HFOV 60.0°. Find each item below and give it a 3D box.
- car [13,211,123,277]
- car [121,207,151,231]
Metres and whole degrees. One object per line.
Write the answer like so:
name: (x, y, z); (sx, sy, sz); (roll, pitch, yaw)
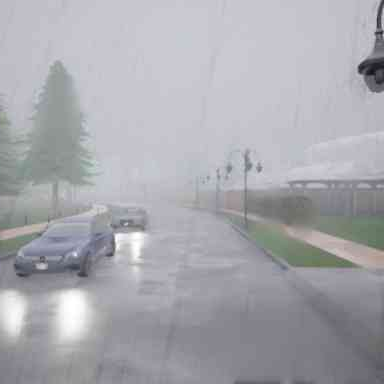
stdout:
car: (-3.653, 1.558, 10.448); (1.812, 1.442, 4.674); (0, 0, 0)
car: (-3.733, 1.624, 20.782); (1.994, 1.385, 4.181); (0, 0, -1)
